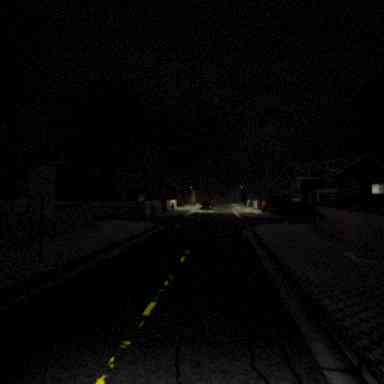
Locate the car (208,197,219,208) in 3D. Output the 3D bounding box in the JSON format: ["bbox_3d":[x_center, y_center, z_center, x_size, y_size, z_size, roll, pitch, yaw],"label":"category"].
[{"bbox_3d":[3.887,2.139,68.815,2.150,2.045,5.566,0,-1,6],"label":"car"}]

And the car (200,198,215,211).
[{"bbox_3d":[2.296,2.204,53.473,1.837,1.490,4.892,0,0,6],"label":"car"}]
